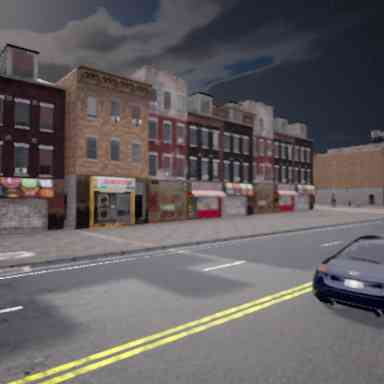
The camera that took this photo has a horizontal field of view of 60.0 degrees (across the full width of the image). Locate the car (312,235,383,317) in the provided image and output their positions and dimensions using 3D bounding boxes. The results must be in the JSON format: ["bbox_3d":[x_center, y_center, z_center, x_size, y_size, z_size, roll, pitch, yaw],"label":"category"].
[{"bbox_3d":[4.474,1.655,7.387,4.181,1.385,1.994,0,-1,-41],"label":"car"}]
